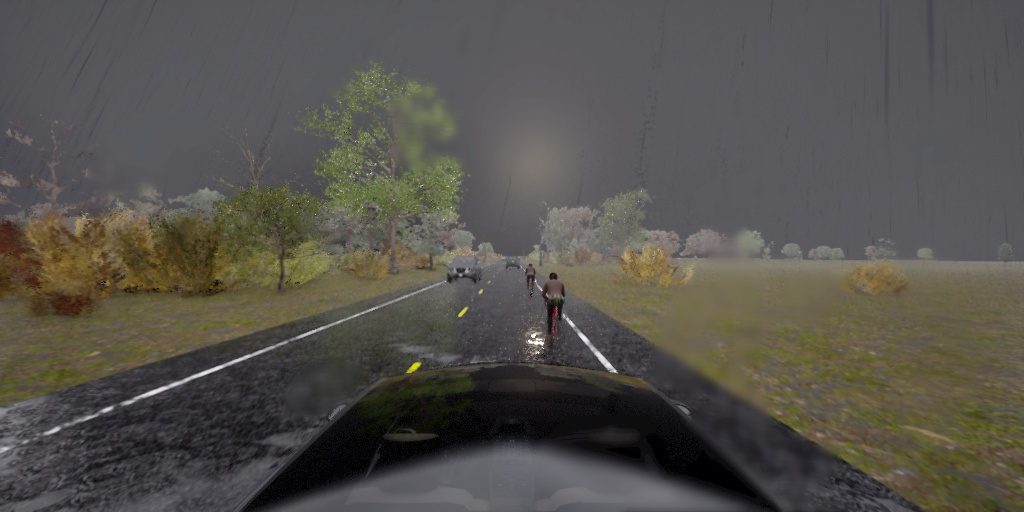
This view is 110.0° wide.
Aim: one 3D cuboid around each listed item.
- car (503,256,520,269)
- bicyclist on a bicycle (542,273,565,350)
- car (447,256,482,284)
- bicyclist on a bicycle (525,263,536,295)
[{"bbox_3d":[0.100,0.989,56.668,2.150,2.045,5.566,0,0,0],"label":"car"},{"bbox_3d":[0.962,1.207,8.179,0.582,1.620,1.656,0,0,0],"label":"bicyclist on a bicycle"},{"bbox_3d":[-3.600,0.984,27.857,2.150,2.045,5.566,0,0,0],"label":"car"},{"bbox_3d":[0.962,1.212,18.503,0.582,1.620,1.656,0,0,0],"label":"bicyclist on a bicycle"}]
